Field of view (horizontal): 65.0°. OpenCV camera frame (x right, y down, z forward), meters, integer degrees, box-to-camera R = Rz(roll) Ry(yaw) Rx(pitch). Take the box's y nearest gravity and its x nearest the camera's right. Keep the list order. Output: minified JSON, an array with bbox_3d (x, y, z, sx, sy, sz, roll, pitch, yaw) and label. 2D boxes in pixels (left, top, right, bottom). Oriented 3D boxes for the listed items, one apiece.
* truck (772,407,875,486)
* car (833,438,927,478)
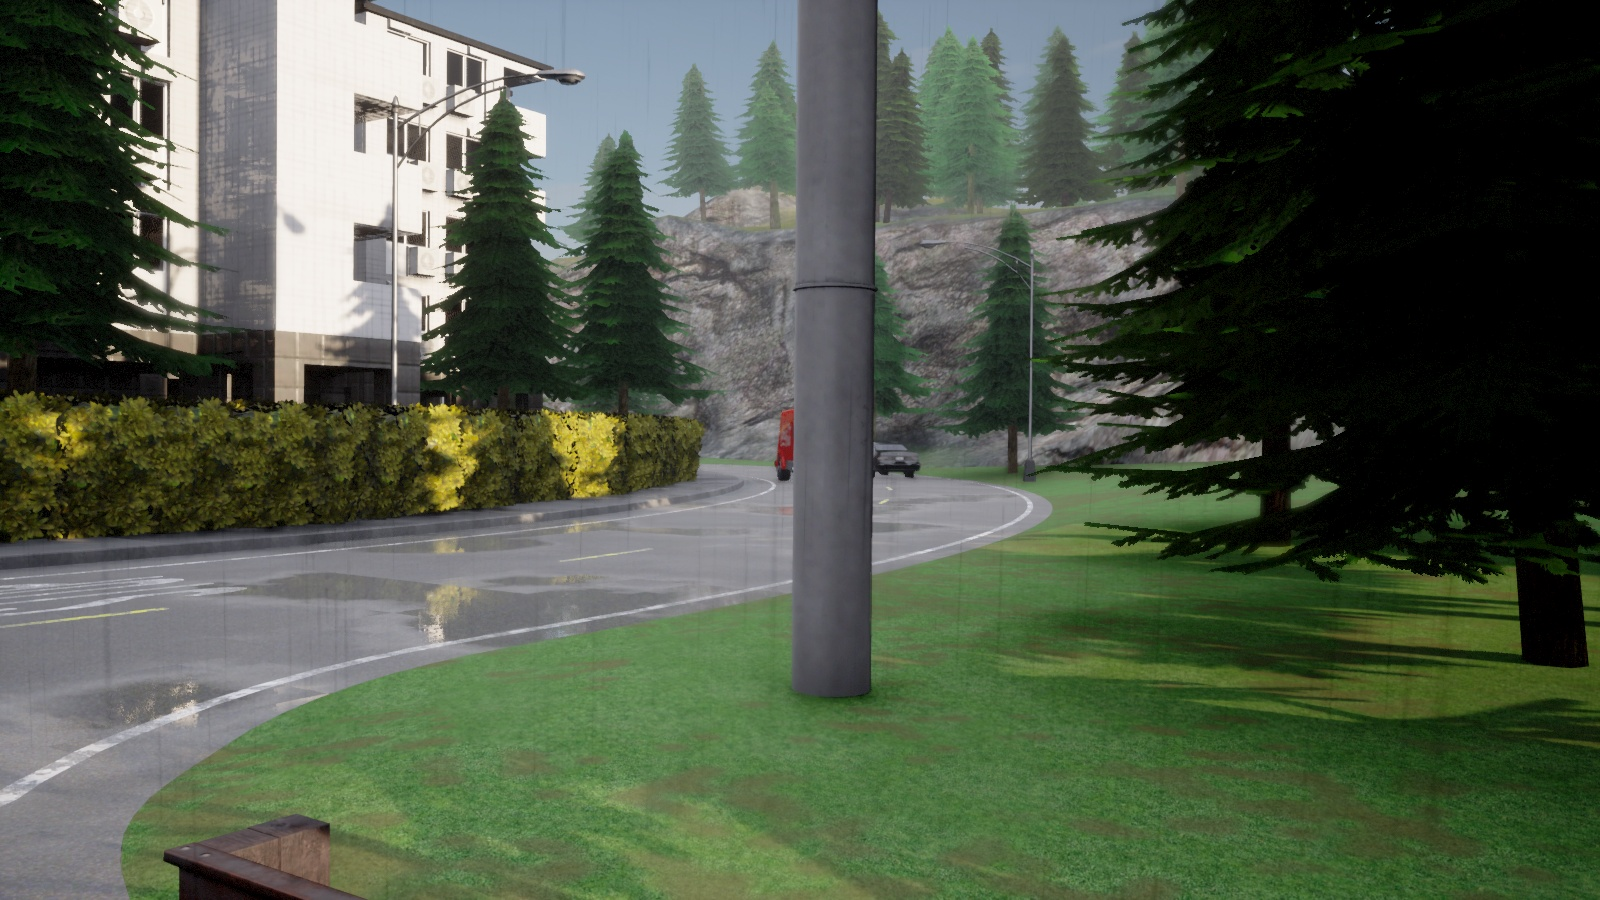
[{"bbox_3d":[0.692,-0.161,42.141,2.627,2.467,5.204,0,1,-8],"label":"truck"},{"bbox_3d":[2.998,0.267,48.455,2.033,1.411,5.357,-1,1,-15],"label":"car"}]
